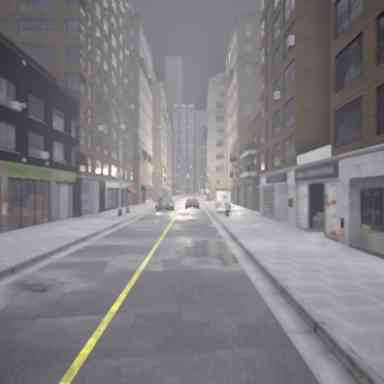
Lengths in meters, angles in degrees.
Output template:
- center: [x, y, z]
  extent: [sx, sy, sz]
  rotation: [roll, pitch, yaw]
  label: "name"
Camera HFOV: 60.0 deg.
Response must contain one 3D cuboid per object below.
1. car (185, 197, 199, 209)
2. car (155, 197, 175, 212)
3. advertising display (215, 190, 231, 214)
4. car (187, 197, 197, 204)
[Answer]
- center: [0.054, 1.610, 45.421]
  extent: [1.895, 1.301, 4.718]
  rotation: [0, 0, 1]
  label: "car"
- center: [-3.066, 1.357, 38.740]
  extent: [2.097, 1.767, 4.553]
  rotation: [0, 0, 0]
  label: "car"
- center: [3.152, 1.031, 33.700]
  extent: [1.540, 2.440, 0.280]
  rotation: [0, 0, 0]
  label: "advertising display"
- center: [0.031, 1.599, 64.731]
  extent: [1.895, 1.301, 4.718]
  rotation: [0, 0, 0]
  label: "car"
